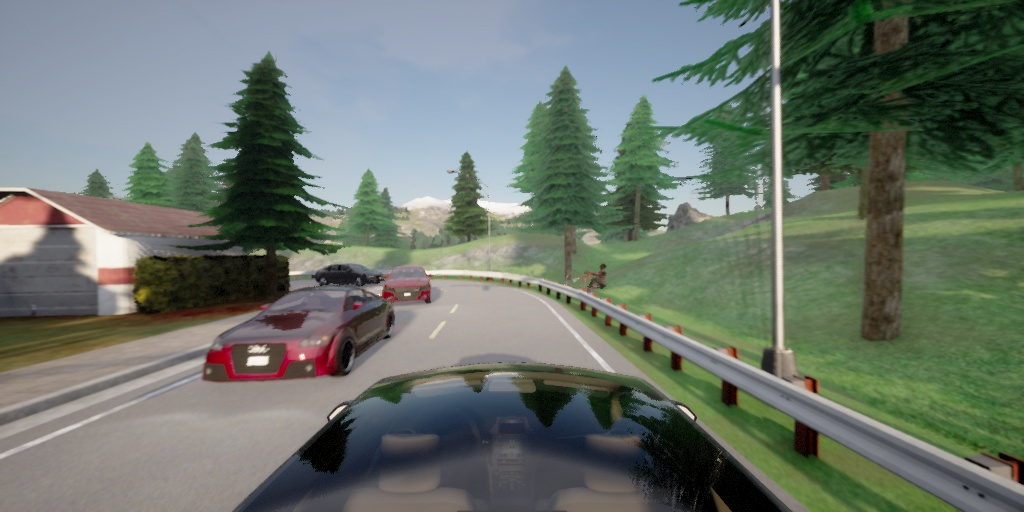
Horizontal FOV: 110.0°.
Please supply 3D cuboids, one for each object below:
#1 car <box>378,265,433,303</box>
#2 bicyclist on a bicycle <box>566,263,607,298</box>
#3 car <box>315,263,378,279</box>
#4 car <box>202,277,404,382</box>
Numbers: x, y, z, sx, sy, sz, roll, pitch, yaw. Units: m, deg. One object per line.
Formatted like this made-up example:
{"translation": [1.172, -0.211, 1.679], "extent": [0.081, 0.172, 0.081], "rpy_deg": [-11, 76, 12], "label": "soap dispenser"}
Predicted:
{"translation": [-4.633, 1.185, 16.063], "extent": [1.882, 1.535, 5.008], "rpy_deg": [-1, 0, -15], "label": "car"}
{"translation": [3.052, 0.968, 13.653], "extent": [1.620, 1.656, 0.582], "rpy_deg": [-42, -11, 5], "label": "bicyclist on a bicycle"}
{"translation": [-10.955, 1.251, 24.280], "extent": [4.892, 1.490, 1.837], "rpy_deg": [-1, 0, 17], "label": "car"}
{"translation": [-3.802, 1.330, 7.218], "extent": [1.994, 1.385, 4.181], "rpy_deg": [-1, 0, -3], "label": "car"}
